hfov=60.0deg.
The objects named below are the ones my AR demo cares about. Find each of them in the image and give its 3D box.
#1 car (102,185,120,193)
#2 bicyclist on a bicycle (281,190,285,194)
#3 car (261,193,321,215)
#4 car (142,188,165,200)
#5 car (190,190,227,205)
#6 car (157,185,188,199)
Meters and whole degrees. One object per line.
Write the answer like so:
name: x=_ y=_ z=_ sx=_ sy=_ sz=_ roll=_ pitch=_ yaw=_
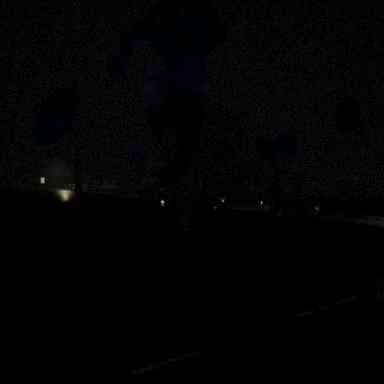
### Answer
car: x=-15.405 y=-0.662 z=63.187 sx=1.882 sy=1.535 sz=5.008 roll=0 pitch=2 yaw=-36
bicyclist on a bicycle: x=9.210 y=0.666 z=33.852 sx=1.656 sy=1.620 sz=0.582 roll=0 pitch=2 yaw=-35
car: x=7.581 y=0.897 z=25.821 sx=2.128 sy=1.511 sz=4.902 roll=0 pitch=2 yaw=-35
car: x=-4.533 y=0.188 z=42.850 sx=2.033 sy=1.411 sz=5.357 roll=0 pitch=2 yaw=-35
car: x=1.587 y=0.513 z=34.241 sx=2.128 sy=1.511 sz=4.902 roll=0 pitch=2 yaw=-35
car: x=-2.730 y=-0.041 z=45.386 sx=2.097 sy=1.767 sz=4.553 roll=0 pitch=2 yaw=-35
